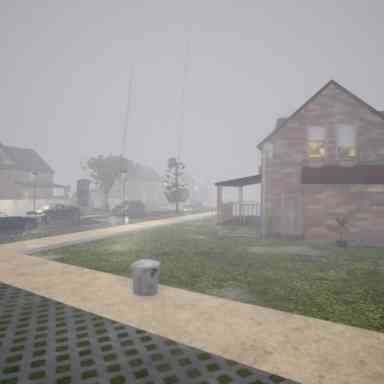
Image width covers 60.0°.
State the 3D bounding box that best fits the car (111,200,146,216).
[{"bbox_3d":[-6.882,1.642,36.518,2.097,1.767,4.553,0,-1,20],"label":"car"}]

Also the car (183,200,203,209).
[{"bbox_3d":[0.263,2.094,55.817,2.033,1.411,5.357,0,-1,21],"label":"car"}]

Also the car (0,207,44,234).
[{"bbox_3d":[-10.671,1.696,17.898,1.895,1.301,4.718,0,0,20],"label":"car"}]

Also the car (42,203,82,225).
[{"bbox_3d":[-10.725,1.656,26.041,2.128,1.511,4.902,0,-1,20],"label":"car"}]
